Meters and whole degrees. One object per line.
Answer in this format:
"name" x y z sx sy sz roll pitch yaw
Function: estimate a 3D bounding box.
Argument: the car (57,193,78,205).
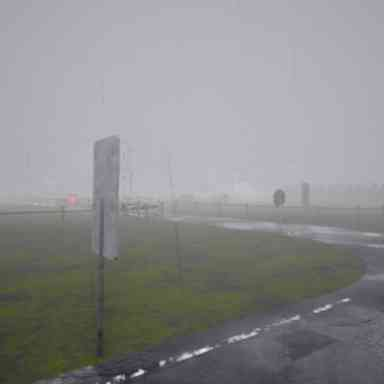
"car" -21.537 1.226 57.663 2.150 2.045 5.566 2 -1 -41

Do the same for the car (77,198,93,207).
"car" -15.021 1.614 50.056 1.895 1.301 4.718 2 -1 -40
